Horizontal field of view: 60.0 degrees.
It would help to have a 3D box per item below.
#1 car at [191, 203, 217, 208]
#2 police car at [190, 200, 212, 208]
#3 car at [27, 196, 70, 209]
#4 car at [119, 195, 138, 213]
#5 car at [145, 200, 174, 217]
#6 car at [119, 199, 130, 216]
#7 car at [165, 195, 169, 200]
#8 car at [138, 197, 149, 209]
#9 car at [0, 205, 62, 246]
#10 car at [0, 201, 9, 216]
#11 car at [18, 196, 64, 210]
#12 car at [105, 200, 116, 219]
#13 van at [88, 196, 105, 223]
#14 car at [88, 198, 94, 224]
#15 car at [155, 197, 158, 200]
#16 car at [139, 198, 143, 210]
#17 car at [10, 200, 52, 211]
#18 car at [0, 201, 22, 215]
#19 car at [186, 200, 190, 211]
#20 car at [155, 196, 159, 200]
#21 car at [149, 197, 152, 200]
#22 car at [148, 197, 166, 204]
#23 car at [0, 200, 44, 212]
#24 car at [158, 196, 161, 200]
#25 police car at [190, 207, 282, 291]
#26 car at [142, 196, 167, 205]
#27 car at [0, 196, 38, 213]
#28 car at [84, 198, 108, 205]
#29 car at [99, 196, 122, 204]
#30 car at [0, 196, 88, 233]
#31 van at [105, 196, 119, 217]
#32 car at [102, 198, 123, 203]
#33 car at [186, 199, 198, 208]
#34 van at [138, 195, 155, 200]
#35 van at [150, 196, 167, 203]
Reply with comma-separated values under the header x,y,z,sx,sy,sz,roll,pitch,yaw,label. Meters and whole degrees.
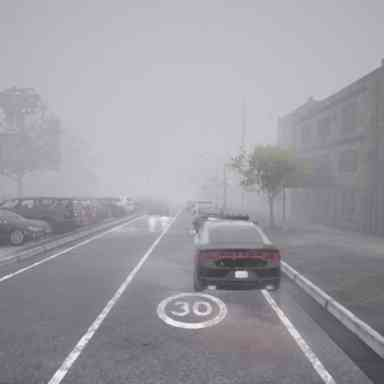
x,y,z,sx,sy,sz,roll,pitch,yaw,label
0.985,1.581,19.046,1.837,1.490,4.892,0,-1,0,car
0.988,1.555,25.166,1.930,1.638,5.238,0,-1,0,police car
-21.906,1.600,50.943,5.566,2.045,2.435,0,-1,0,car
-8.870,1.426,34.503,5.566,2.045,2.435,0,-1,0,car
-3.232,1.768,33.789,1.994,1.385,4.181,0,-1,0,car
-8.834,1.653,31.697,5.008,1.535,2.097,0,-1,0,car
-8.848,1.909,76.547,5.566,2.045,2.435,0,-1,0,car
-8.846,1.788,45.713,5.008,1.535,2.097,0,-1,0,car
-8.843,1.511,14.877,4.892,1.521,2.231,0,0,0,car
-21.892,1.707,34.356,4.792,1.488,2.163,0,-1,0,car
-21.903,1.568,48.281,5.566,2.045,2.435,0,-1,0,car
-8.830,1.604,26.091,4.892,1.521,2.231,0,-1,0,car
-8.719,1.352,23.289,4.442,1.987,1.878,0,-1,0,van
-8.803,1.428,20.484,4.553,1.767,2.185,0,-1,0,car
-8.831,1.953,56.922,4.792,1.488,2.163,0,-1,0,car
-8.817,1.759,40.105,4.792,1.488,2.163,0,-1,0,car
-21.928,1.826,45.371,4.674,1.452,2.002,0,-1,0,car
-21.952,1.732,37.141,4.792,1.488,2.163,0,-1,0,car
0.066,1.874,46.218,2.033,1.411,5.357,0,-1,1,car
-8.833,1.987,59.725,4.792,1.488,2.163,0,-1,0,car
-9.039,1.818,48.513,5.366,1.575,1.946,0,-1,0,car
-8.915,2.137,84.955,4.553,1.767,2.185,0,-1,0,car
-21.923,1.758,42.710,5.008,1.535,2.097,0,-1,0,car
-8.859,1.991,62.529,5.008,1.535,2.097,0,-1,0,car
0.980,1.430,9.138,1.930,1.638,5.238,0,0,0,police car
-8.850,1.943,79.350,5.566,2.045,2.435,0,-1,0,car
-21.897,1.477,39.926,5.566,2.045,2.435,0,-1,0,car
-21.962,2.158,76.161,4.892,1.521,2.231,0,-1,0,car
-21.996,2.074,90.043,5.566,2.045,2.435,0,-1,0,car
-8.864,1.280,17.685,5.566,2.045,2.435,0,0,0,car
-8.954,1.402,28.896,4.442,1.987,1.878,0,-1,0,van
-22.156,2.356,92.816,5.366,1.575,1.946,0,-1,0,car
0.034,2.050,59.898,1.994,1.385,4.181,0,-1,0,car
-8.741,1.663,54.122,4.442,1.987,1.878,0,-1,0,van
-9.005,2.105,90.562,4.442,1.987,1.878,0,-1,0,van
